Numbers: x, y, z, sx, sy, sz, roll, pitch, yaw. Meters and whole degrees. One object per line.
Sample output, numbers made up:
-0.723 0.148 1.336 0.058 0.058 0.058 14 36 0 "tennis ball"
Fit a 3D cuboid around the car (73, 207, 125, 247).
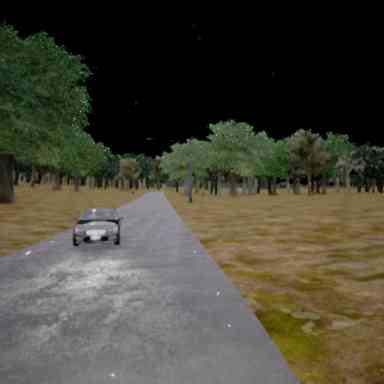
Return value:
-4.114 1.442 14.920 2.128 1.511 4.902 0 0 -12 "car"
